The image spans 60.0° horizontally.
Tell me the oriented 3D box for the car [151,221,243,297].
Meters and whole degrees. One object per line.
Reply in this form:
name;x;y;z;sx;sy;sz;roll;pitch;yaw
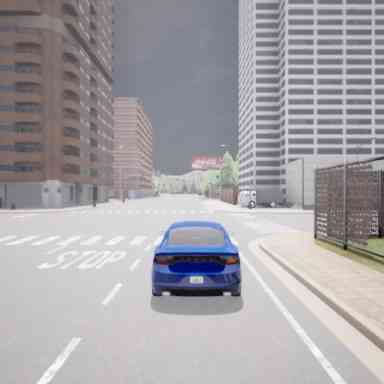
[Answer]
car;0.112;1.475;8.637;1.882;1.535;5.008;0;0;1
